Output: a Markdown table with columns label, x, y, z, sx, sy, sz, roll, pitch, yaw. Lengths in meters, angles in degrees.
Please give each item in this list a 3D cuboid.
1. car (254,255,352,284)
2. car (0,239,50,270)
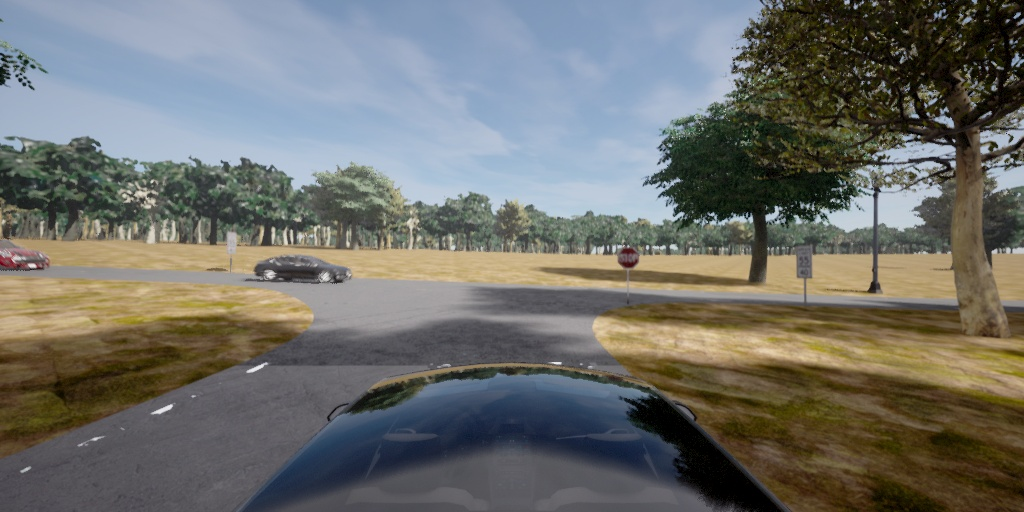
| label | x | y | z | sx | sy | sz | roll | pitch | yaw |
| --- | --- | --- | --- | --- | --- | --- | --- | --- | --- |
| car | -11.505 | 0.726 | 19.927 | 4.892 | 1.490 | 1.837 | 3 | -1 | -3 |
| car | -27.971 | -0.165 | 19.161 | 4.553 | 1.767 | 2.097 | 3 | -1 | -3 |
